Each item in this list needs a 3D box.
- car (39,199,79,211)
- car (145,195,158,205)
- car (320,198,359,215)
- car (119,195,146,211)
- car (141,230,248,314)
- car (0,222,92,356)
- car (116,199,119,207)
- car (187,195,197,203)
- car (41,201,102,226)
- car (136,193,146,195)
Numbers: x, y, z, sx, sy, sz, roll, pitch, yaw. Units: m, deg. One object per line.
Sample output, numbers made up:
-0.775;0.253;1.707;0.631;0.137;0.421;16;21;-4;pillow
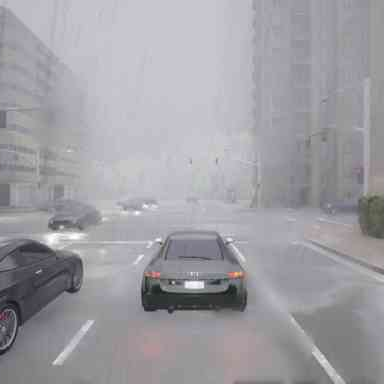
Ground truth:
-13.979;1.506;36.134;4.892;1.490;1.837;0;3;-42;car
-7.205;1.601;58.786;1.895;1.301;4.718;0;0;0;car
15.512;1.352;33.754;4.553;1.767;2.097;0;0;1;car
-7.186;1.505;40.691;1.837;1.490;4.892;0;0;0;car
0.049;1.564;7.714;1.994;1.385;4.181;0;0;0;car
-3.460;1.526;5.912;1.812;1.442;4.674;0;0;0;car
-10.704;1.525;53.033;1.812;1.442;4.674;0;0;0;car
-0.049;1.352;69.755;2.097;1.767;4.553;0;0;0;car
-7.145;1.547;20.899;2.033;1.411;5.357;0;0;0;car
-10.645;1.200;68.408;2.150;2.045;5.566;0;0;0;car
